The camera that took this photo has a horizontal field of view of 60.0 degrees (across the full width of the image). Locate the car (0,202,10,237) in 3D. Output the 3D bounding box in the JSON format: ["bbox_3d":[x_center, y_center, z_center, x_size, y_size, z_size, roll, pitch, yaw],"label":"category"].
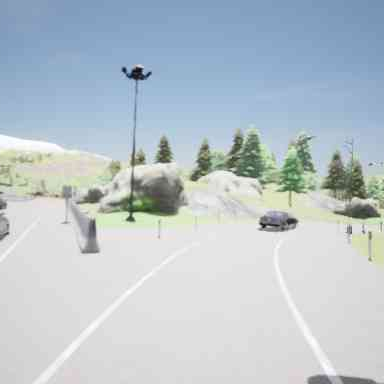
[{"bbox_3d":[-9.141,1.322,14.257,1.994,1.385,4.181,2,0,-21],"label":"car"}]

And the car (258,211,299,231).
[{"bbox_3d":[6.952,2.225,26.452,2.033,1.411,5.357,3,-1,32],"label":"car"}]

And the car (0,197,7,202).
[{"bbox_3d":[-20.737,1.160,35.029,1.994,1.385,4.181,2,-1,-21],"label":"car"}]
